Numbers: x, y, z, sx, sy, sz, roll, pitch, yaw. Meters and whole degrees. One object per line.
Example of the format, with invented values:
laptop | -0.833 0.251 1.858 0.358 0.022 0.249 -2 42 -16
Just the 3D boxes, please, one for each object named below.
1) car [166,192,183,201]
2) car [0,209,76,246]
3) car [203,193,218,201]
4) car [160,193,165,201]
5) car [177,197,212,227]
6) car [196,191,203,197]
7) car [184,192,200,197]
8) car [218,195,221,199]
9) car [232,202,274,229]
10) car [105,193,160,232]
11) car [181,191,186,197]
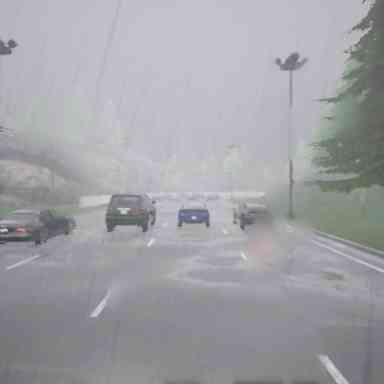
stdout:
car | -3.432 1.129 65.269 1.895 1.301 4.718 0 0 2
car | -6.891 1.440 14.752 2.033 1.411 5.357 0 0 0
car | 3.558 1.133 64.691 1.895 1.301 4.718 0 0 2
car | -6.931 1.053 65.331 1.812 1.442 4.674 0 0 2
car | 0.115 1.320 21.670 1.882 1.535 5.008 0 0 0
car | 1.394 0.673 74.512 2.097 1.767 4.553 0 0 17
car | 0.058 1.133 64.665 1.895 1.301 4.718 0 0 2
car | 5.028 0.954 74.520 2.033 1.411 5.357 0 0 17
car | 3.614 1.358 20.178 1.837 1.490 4.892 0 0 0
car | -3.388 1.081 19.230 2.150 2.045 5.566 0 0 0
car | -2.009 0.663 75.332 2.097 1.767 4.553 0 0 17
